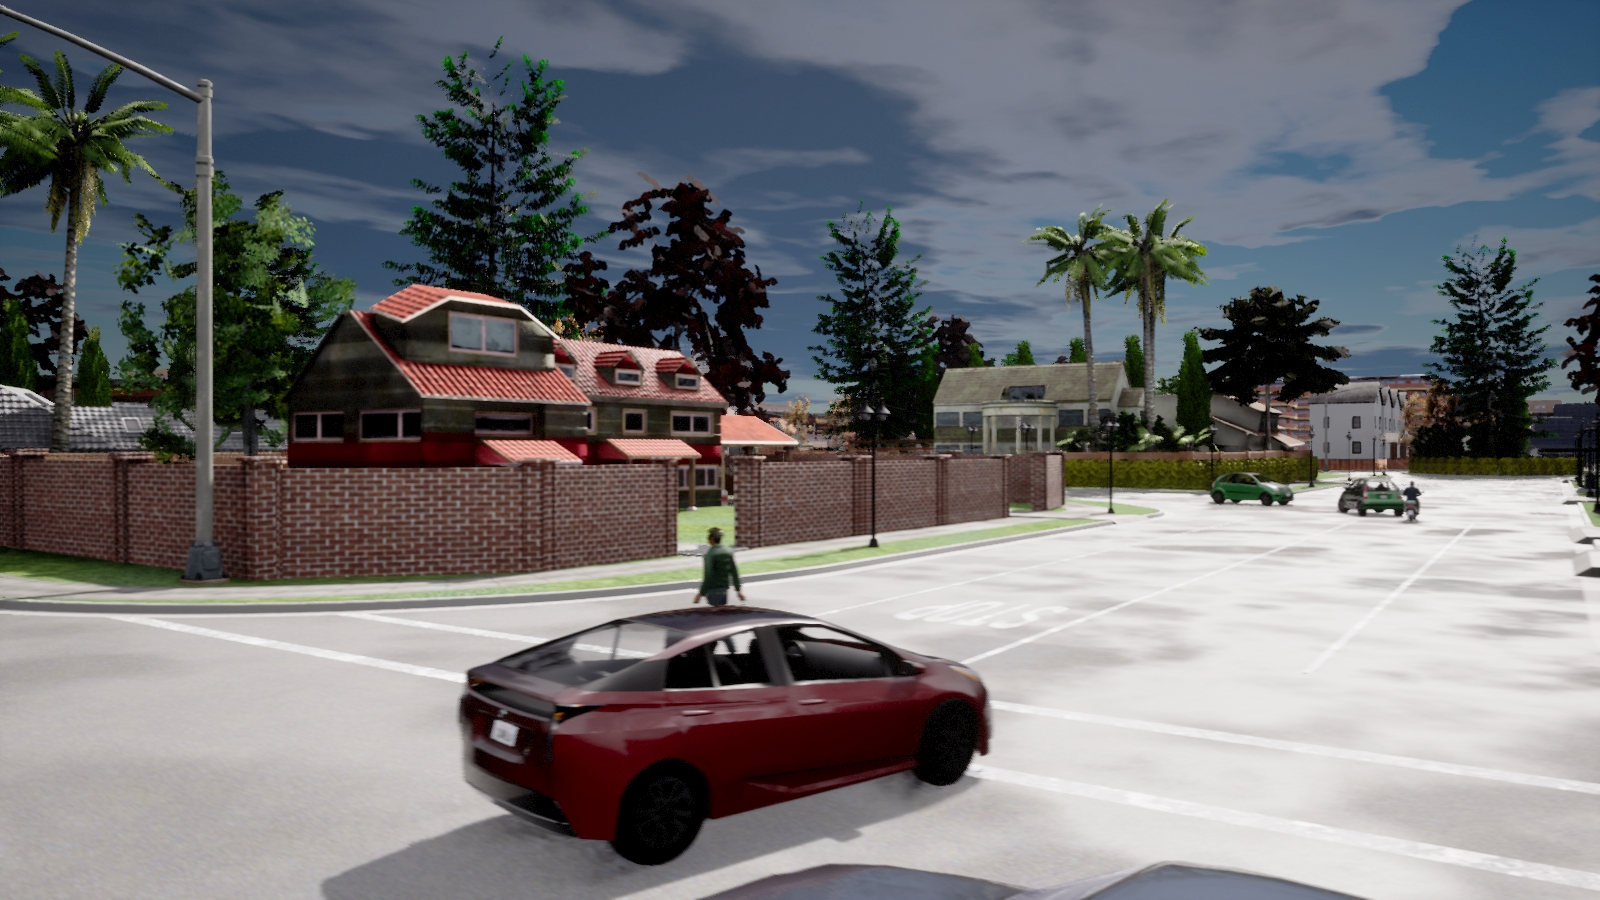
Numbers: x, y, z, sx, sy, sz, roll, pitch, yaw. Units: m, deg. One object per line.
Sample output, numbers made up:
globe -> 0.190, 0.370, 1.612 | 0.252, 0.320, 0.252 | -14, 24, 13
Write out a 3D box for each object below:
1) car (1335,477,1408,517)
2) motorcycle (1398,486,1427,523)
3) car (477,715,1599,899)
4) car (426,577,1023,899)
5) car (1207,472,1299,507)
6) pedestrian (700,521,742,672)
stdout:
car -> 25.149, 2.033, 50.439 | 1.851, 1.617, 3.988 | 0, 0, 10
motorcycle -> 24.369, 2.158, 45.466 | 0.856, 1.341, 1.805 | 0, 1, 33
car -> 1.306, 2.103, 3.382 | 2.033, 1.411, 5.357 | 0, 0, -44
car -> -0.423, 2.033, 9.224 | 4.514, 1.525, 2.007 | 0, 0, -41
car -> 23.008, 1.972, 58.155 | 1.851, 1.617, 3.988 | 0, 0, -35
pedestrian -> -1.009, 1.861, 14.628 | 0.375, 1.860, 0.375 | 0, 0, 36
